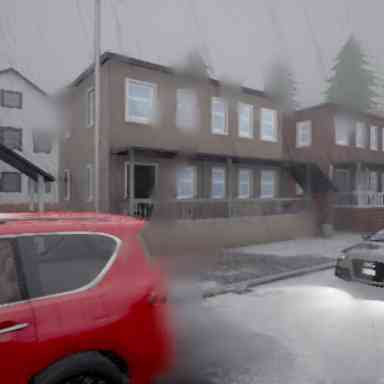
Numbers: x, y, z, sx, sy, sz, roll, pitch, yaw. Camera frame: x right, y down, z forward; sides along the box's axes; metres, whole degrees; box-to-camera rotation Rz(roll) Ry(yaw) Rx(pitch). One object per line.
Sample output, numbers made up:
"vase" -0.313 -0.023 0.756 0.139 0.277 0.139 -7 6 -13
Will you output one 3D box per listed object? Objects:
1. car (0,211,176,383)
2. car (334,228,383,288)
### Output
"car" -2.769 1.227 2.625 5.566 2.045 2.150 1 0 -36
"car" 5.570 1.605 8.597 4.181 1.385 1.994 0 0 -36
